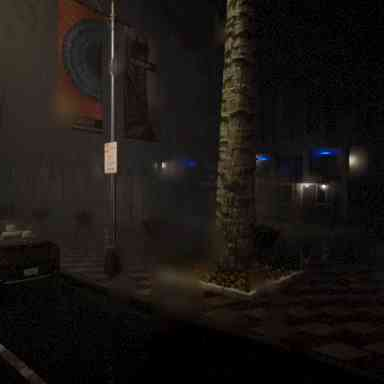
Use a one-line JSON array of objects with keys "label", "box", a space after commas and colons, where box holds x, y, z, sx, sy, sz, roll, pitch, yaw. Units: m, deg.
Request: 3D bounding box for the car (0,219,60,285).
[{"label": "car", "box": [-5.303, 1.481, 8.914, 4.892, 1.521, 2.231, 0, 0, 42]}]
